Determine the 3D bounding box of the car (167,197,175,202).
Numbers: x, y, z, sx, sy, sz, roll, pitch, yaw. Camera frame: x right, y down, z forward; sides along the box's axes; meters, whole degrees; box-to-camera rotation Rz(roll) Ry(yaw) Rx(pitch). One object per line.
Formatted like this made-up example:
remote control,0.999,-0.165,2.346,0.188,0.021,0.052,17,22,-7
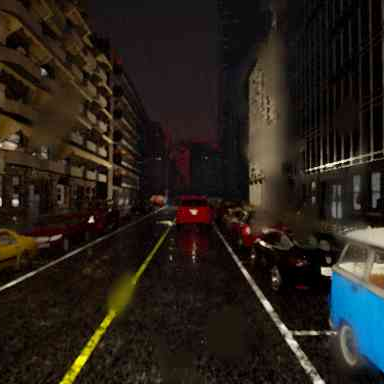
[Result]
car,-5.503,1.947,86.229,1.802,1.307,4.206,1,0,0

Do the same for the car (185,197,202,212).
car,0.167,1.532,41.713,2.097,1.767,4.553,0,0,0

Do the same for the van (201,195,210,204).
van,2.822,1.638,69.677,1.690,1.788,3.998,1,0,0

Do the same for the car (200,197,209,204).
car,2.827,1.865,75.224,1.887,1.381,4.507,1,0,0

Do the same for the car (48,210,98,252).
car,-5.620,1.643,14.122,1.802,1.307,4.206,1,0,0

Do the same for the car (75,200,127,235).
car,-5.606,1.400,19.670,2.192,1.841,5.009,1,0,0

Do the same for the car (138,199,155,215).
car,-5.584,1.722,36.309,1.947,1.339,4.313,1,0,0

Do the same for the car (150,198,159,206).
car,-5.575,1.762,41.856,1.802,1.307,4.206,1,0,0

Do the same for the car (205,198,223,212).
car,2.775,1.621,41.938,1.967,1.590,4.097,1,0,0

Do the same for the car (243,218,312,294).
car,2.719,1.604,8.651,1.947,1.339,4.313,1,0,0

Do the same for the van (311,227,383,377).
van,2.714,1.356,3.104,1.690,1.788,3.998,1,0,0

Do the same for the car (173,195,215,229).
car,0.146,1.319,22.322,2.150,2.045,5.566,0,0,0

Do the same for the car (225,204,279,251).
car,2.730,1.502,14.200,1.967,1.590,4.097,1,0,0

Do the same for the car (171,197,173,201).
car,-5.530,1.878,69.589,1.802,1.307,4.206,1,0,0

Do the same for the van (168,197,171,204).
van,-5.534,1.614,64.043,1.690,1.788,3.998,1,0,0

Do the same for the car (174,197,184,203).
car,-2.879,1.807,74.219,1.994,1.385,4.181,0,0,0

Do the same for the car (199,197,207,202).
car,2.844,1.948,86.319,1.802,1.307,4.206,1,0,0

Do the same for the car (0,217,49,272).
car,-5.628,1.562,8.406,1.752,1.417,4.829,1,0,0

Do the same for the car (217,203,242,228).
car,2.738,1.612,19.917,1.752,1.417,4.829,1,0,0

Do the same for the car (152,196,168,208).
car,-5.551,1.542,52.950,2.192,1.841,5.009,1,0,0

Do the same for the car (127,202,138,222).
car,-5.601,1.634,25.046,1.752,1.417,4.829,1,0,0

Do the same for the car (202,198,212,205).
car,2.809,1.856,64.128,1.802,1.307,4.206,1,0,0

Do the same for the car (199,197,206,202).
car,2.852,1.969,91.347,1.802,1.307,4.206,1,0,0

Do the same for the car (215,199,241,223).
car,2.751,1.425,25.296,2.192,1.841,5.009,1,0,0
